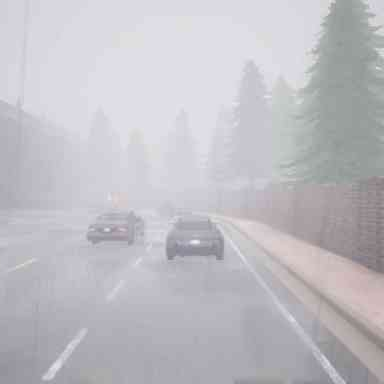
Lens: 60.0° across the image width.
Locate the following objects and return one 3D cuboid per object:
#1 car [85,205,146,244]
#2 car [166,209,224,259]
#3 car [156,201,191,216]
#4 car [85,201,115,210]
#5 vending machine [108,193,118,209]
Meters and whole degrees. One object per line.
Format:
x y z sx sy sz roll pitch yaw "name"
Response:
-3.401 1.561 15.788 2.033 1.411 5.357 0 0 0 "car"
0.102 1.575 12.670 1.994 1.385 4.181 0 0 0 "car"
-1.721 1.573 30.615 2.033 1.411 5.357 0 0 -23 "car"
-9.543 1.594 35.085 1.994 1.385 4.181 0 0 -45 "car"
-10.655 1.233 44.980 0.880 2.100 1.100 0 0 26 "vending machine"
